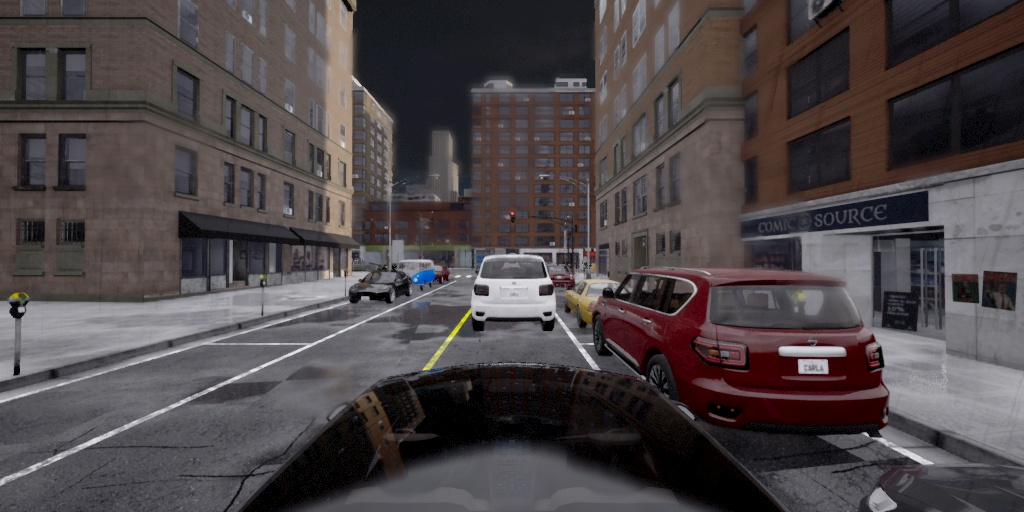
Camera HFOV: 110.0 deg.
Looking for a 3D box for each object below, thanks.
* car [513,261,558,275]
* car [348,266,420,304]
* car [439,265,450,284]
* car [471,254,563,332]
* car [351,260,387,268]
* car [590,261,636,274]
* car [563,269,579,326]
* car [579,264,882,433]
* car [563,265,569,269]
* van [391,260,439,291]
[{"bbox_3d":[2.588,1.276,40.286,4.892,1.490,1.837,1,-1,0],"label":"car"},{"bbox_3d":[-5.877,1.330,16.529,1.948,1.339,4.313,0,0,0],"label":"car"},{"bbox_3d":[-5.894,1.324,27.493,1.888,1.381,4.507,0,0,0],"label":"car"},{"bbox_3d":[0.018,0.979,11.088,2.150,2.045,5.566,0,0,-1],"label":"car"},{"bbox_3d":[-16.764,1.191,40.376,4.181,1.385,1.994,0,-1,0],"label":"car"},{"bbox_3d":[12.163,1.364,43.490,5.008,1.535,1.882,0,-1,0],"label":"car"},{"bbox_3d":[2.656,1.283,11.227,1.751,1.417,4.829,0,0,0],"label":"car"},{"bbox_3d":[2.664,1.067,5.574,2.192,1.841,5.009,0,0,0],"label":"car"},{"bbox_3d":[2.640,1.211,22.022,1.967,1.591,4.097,0,0,0],"label":"car"},{"bbox_3d":[-5.886,1.112,22.011,1.690,1.789,3.998,0,0,0],"label":"van"}]
